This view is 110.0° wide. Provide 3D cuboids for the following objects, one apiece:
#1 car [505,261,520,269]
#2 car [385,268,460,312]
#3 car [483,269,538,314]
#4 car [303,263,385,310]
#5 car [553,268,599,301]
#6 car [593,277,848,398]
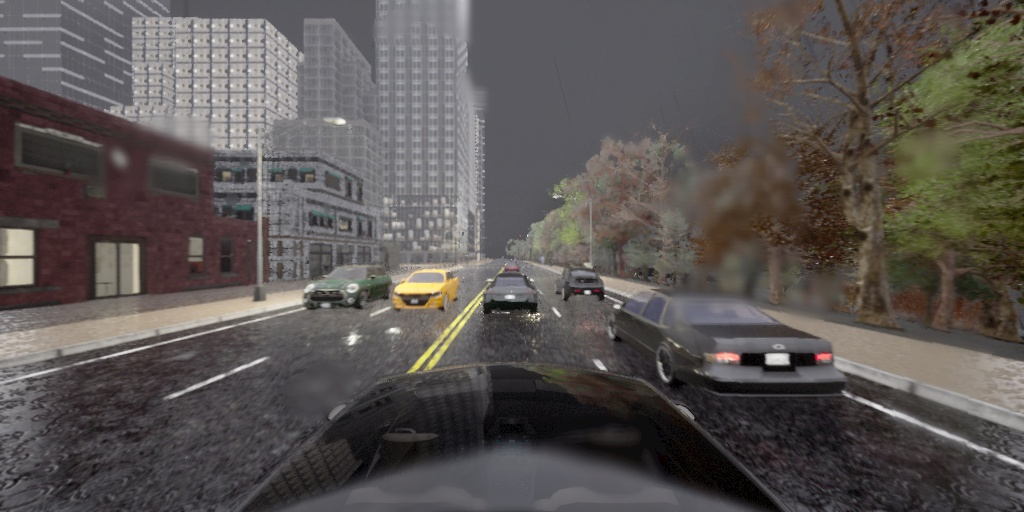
[{"bbox_3d":[0.053,1.524,50.115,1.994,1.385,4.181,0,0,1],"label":"car"},{"bbox_3d":[-3.346,1.293,14.815,1.882,1.535,5.008,0,0,0],"label":"car"},{"bbox_3d":[-0.052,1.376,14.223,1.994,1.385,4.181,0,0,0],"label":"car"},{"bbox_3d":[-6.595,1.168,14.952,2.097,1.767,4.553,0,0,0],"label":"car"},{"bbox_3d":[3.253,1.334,17.905,1.837,1.490,4.892,0,0,0],"label":"car"},{"bbox_3d":[3.250,1.323,6.904,2.033,1.411,5.357,0,0,0],"label":"car"}]
